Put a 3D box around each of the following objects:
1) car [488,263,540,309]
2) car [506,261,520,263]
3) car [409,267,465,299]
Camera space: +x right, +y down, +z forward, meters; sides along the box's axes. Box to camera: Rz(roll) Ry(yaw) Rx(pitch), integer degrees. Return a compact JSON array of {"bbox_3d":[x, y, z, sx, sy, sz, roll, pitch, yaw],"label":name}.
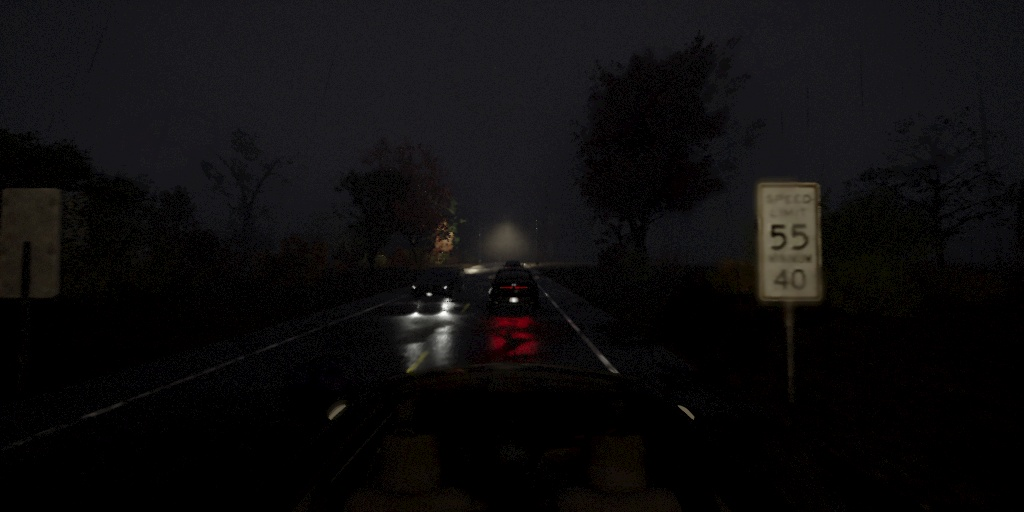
[{"bbox_3d":[0.076,1.218,14.637,1.837,1.490,4.892,0,1,0],"label":"car"},{"bbox_3d":[0.095,1.186,34.491,1.837,1.490,4.892,0,0,0],"label":"car"},{"bbox_3d":[-3.529,1.251,18.018,2.033,1.411,5.357,0,0,1],"label":"car"}]
